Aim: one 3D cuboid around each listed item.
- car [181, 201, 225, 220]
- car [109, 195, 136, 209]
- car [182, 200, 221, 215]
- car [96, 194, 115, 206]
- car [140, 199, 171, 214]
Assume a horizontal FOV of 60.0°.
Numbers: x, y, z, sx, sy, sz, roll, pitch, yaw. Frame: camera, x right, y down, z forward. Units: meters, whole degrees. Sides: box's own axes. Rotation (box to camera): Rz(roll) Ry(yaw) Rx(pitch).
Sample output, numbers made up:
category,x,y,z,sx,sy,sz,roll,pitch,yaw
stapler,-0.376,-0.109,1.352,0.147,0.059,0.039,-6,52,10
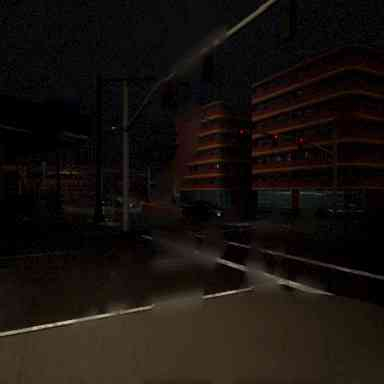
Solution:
category,x,y,z,sx,sy,sz,roll,pitch,yaw
car,0.852,1.491,28.039,2.128,1.511,4.902,0,0,-30
car,-9.116,1.492,44.977,2.128,1.511,4.902,0,0,-30
car,0.961,1.601,35.144,1.895,1.301,4.718,0,0,-30
car,-14.229,1.505,53.744,1.837,1.490,4.892,0,0,-30
car,-4.019,1.478,36.314,1.882,1.535,5.008,0,0,-30
